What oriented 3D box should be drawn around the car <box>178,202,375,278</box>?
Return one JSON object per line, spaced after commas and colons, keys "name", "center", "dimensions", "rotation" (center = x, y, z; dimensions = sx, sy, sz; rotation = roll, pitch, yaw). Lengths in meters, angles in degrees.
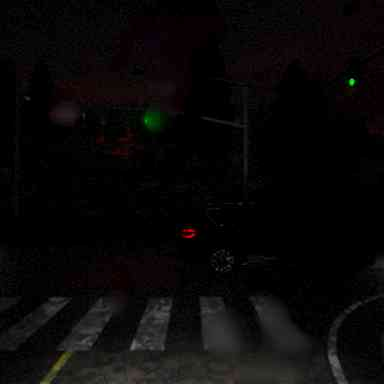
{"name": "car", "center": [2.365, 1.332, 10.003], "dimensions": [5.566, 2.045, 2.150], "rotation": [0, 0, 0]}
